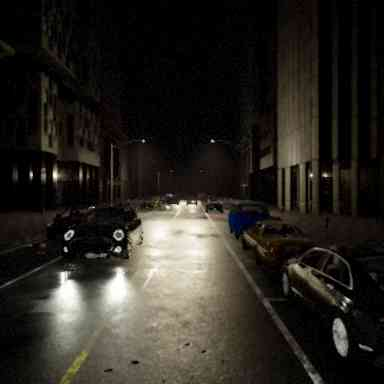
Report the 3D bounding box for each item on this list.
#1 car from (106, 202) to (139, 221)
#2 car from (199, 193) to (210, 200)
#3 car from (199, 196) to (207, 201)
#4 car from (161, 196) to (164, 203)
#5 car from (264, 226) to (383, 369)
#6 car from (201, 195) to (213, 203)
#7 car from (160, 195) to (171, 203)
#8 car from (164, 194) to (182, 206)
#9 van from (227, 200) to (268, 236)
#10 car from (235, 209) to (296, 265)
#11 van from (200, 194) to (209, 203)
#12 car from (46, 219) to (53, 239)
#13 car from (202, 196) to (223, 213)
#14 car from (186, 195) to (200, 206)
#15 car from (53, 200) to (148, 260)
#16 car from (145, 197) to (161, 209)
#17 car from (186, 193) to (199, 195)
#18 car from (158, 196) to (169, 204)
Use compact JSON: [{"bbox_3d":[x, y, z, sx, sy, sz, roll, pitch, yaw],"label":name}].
[{"bbox_3d":[-5.767,1.571,28.180,1.947,1.339,4.313,0,0,0],"label":"car"},{"bbox_3d":[2.753,1.330,56.375,2.192,1.841,5.009,0,0,0],"label":"car"},{"bbox_3d":[2.746,1.592,84.558,1.947,1.339,4.313,0,0,0],"label":"car"},{"bbox_3d":[-5.771,1.453,50.726,1.967,1.590,4.097,0,0,0],"label":"car"},{"bbox_3d":[2.763,1.551,5.644,2.008,1.369,4.403,0,0,0],"label":"car"},{"bbox_3d":[2.753,1.558,50.737,1.887,1.381,4.507,0,0,0],"label":"car"},{"bbox_3d":[-5.776,1.462,73.271,1.967,1.590,4.097,0,0,0],"label":"car"},{"bbox_3d":[-3.068,1.492,55.390,1.882,1.535,5.008,0,0,0],"label":"car"},{"bbox_3d":[2.761,1.342,16.917,1.690,1.788,3.998,0,0,0],"label":"van"},{"bbox_3d":[2.762,1.526,11.450,1.752,1.417,4.829,0,0,0],"label":"car"},{"bbox_3d":[2.749,1.363,73.284,1.690,1.788,3.998,0,0,0],"label":"van"},{"bbox_3d":[-5.764,1.441,16.908,1.967,1.590,4.097,0,0,0],"label":"car"},{"bbox_3d":[2.346,1.512,36.534,1.837,1.490,4.892,0,0,0],"label":"car"},{"bbox_3d":[-0.013,1.616,55.391,1.895,1.301,4.718,0,0,0],"label":"car"},{"bbox_3d":[-3.104,1.352,12.402,2.097,1.767,4.553,0,0,0],"label":"car"},{"bbox_3d":[-5.771,1.577,45.089,1.947,1.339,4.313,0,0,0],"label":"car"},{"bbox_3d":[-0.016,1.457,72.314,1.812,1.442,4.674,0,0,0],"label":"car"},{"bbox_3d":[-5.775,1.545,67.464,1.752,1.417,4.829,0,0,0],"label":"car"}]
